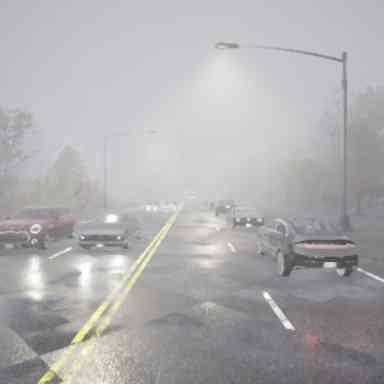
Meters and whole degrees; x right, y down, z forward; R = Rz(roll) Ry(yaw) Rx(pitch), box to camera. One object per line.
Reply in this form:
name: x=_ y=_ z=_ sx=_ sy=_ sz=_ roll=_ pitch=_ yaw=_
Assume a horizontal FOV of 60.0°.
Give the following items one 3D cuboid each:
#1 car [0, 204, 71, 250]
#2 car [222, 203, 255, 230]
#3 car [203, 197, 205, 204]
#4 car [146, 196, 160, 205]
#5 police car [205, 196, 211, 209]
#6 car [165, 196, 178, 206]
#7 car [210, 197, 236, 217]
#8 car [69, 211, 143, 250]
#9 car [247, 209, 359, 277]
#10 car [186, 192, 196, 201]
car: x=-6.601 y=1.373 z=14.261 sx=2.097 sy=1.767 sz=4.553 roll=0 pitch=0 yaw=0
car: x=3.242 y=1.620 z=21.313 sx=1.895 sy=1.301 sz=4.718 roll=0 pitch=0 yaw=0
car: x=3.135 y=1.529 z=54.294 sx=1.812 sy=1.442 sz=4.674 roll=0 pitch=0 yaw=0
car: x=-6.669 y=1.499 z=57.226 sx=2.128 sy=1.511 sz=4.902 roll=0 pitch=0 yaw=0
police car: x=3.174 y=1.434 z=43.400 sx=1.930 sy=1.638 sz=5.238 roll=0 pitch=0 yaw=0
car: x=-3.428 y=1.502 z=55.601 sx=2.128 sy=1.511 sz=4.902 roll=0 pitch=0 yaw=0
car: x=3.208 y=1.370 z=32.256 sx=2.097 sy=1.767 sz=4.553 roll=0 pitch=0 yaw=0
car: x=-3.351 y=1.568 z=14.761 sx=2.033 sy=1.411 sz=5.357 roll=0 pitch=0 yaw=0
car: x=3.254 y=1.501 z=10.264 sx=2.128 sy=1.511 sz=4.902 roll=0 pitch=0 yaw=0
car: x=-0.184 y=1.064 z=75.925 sx=2.150 sy=2.045 sz=5.566 roll=0 pitch=0 yaw=0
